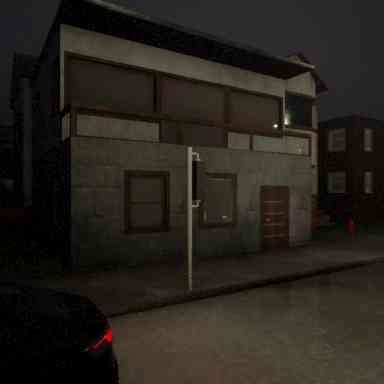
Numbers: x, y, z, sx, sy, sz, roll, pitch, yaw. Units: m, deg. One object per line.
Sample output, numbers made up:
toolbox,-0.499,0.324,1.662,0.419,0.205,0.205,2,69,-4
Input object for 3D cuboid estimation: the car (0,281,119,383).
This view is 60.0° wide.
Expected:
car,-2.800,1.563,2.899,4.181,1.385,1.994,0,0,-30
